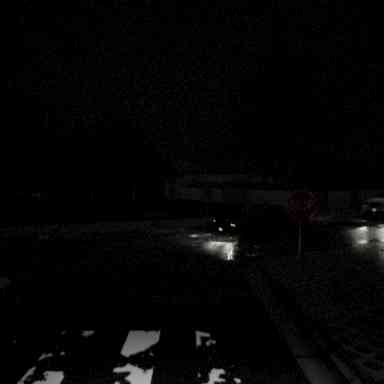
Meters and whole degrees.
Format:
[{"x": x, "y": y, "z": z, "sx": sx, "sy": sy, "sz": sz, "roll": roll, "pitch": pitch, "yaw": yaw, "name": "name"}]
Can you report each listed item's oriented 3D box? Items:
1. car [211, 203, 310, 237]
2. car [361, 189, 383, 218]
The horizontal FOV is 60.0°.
[{"x": 3.626, "y": 1.319, "z": 17.001, "sx": 5.357, "sy": 1.411, "sz": 2.033, "roll": -1, "pitch": 4, "yaw": -31, "name": "car"}, {"x": 14.271, "y": 0.783, "z": 23.331, "sx": 5.566, "sy": 2.045, "sz": 2.150, "roll": -1, "pitch": 4, "yaw": -33, "name": "car"}]
